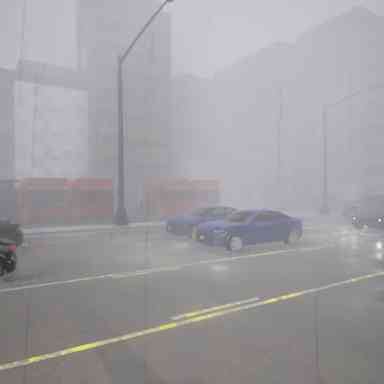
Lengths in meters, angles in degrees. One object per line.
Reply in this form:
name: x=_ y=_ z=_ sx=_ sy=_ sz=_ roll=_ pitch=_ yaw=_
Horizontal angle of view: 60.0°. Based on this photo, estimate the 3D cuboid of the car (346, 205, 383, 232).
car: x=11.503 y=1.614 z=19.638 sx=4.718 sy=1.301 sz=1.895 roll=0 pitch=0 yaw=-32

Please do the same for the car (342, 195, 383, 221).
car: x=13.851 y=1.246 z=25.351 sx=5.566 sy=2.045 sz=2.150 roll=0 pitch=0 yaw=-32

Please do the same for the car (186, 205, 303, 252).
car: x=2.471 y=1.454 z=13.870 sx=5.008 sy=1.535 sz=1.882 roll=0 pitch=0 yaw=-33

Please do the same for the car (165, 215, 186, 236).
car: x=1.029 y=1.449 z=17.103 sx=5.008 sy=1.535 sz=1.882 roll=0 pitch=0 yaw=-33

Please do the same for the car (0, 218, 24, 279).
car: x=-6.564 y=1.543 z=8.049 sx=4.181 sy=1.385 sz=1.994 roll=0 pitch=0 yaw=-33
